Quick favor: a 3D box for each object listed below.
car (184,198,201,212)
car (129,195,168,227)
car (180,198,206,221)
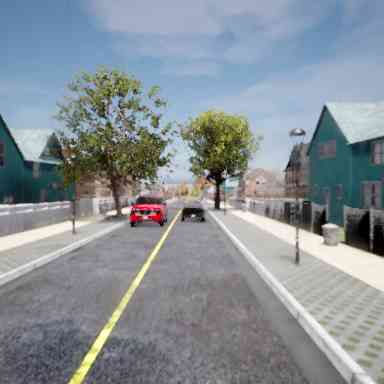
[{"bbox_3d":[0.079,1.517,40.365,1.882,1.535,5.008,0,0,0],"label":"car"},{"bbox_3d":[-2.852,1.215,23.009,2.150,2.045,5.566,0,0,0],"label":"car"},{"bbox_3d":[0.091,1.506,27.001,1.837,1.490,4.892,0,0,0],"label":"car"}]
